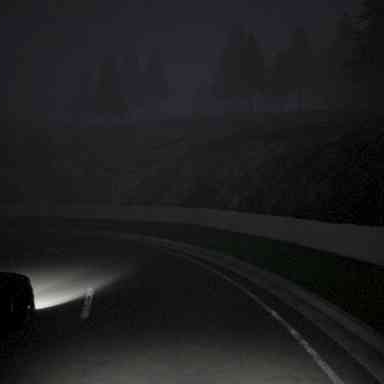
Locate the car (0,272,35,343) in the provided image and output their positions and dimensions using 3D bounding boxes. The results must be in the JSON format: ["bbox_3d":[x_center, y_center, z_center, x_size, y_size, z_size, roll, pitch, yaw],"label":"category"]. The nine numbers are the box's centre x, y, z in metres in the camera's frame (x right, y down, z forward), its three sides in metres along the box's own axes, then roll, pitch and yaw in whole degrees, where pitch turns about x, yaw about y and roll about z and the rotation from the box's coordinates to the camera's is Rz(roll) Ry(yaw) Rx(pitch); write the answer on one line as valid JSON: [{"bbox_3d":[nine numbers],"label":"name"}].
[{"bbox_3d":[-3.608,1.587,4.181,1.994,1.385,4.181,0,-1,-6],"label":"car"}]
